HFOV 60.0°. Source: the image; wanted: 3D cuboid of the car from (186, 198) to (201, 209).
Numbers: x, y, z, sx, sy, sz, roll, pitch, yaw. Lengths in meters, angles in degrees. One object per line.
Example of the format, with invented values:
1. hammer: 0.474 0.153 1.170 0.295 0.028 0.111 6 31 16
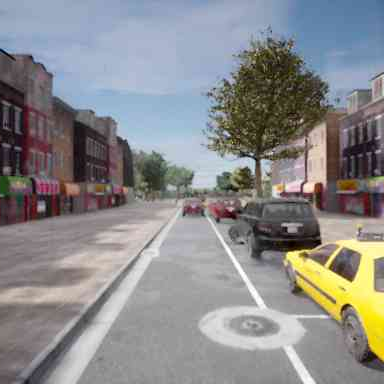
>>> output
1. car: 0.191 1.631 47.592 1.994 1.385 4.181 0 0 0

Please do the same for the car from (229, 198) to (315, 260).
1. car: 2.988 1.238 12.723 2.150 2.045 5.566 0 0 -1

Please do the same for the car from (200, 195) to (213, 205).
1. car: 2.793 1.428 64.355 2.192 1.841 5.009 0 0 0

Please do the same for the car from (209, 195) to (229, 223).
1. car: 2.700 1.348 25.537 2.192 1.841 5.009 0 0 0

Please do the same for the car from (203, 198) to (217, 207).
1. car: 2.766 1.633 53.264 2.008 1.369 4.403 0 0 0

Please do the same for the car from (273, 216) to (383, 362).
1. car: 3.040 1.465 5.821 1.801 1.575 5.366 0 0 0

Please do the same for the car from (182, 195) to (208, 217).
1. car: 0.159 1.394 32.427 2.097 1.767 4.553 0 0 0

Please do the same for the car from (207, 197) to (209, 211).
1. car: 2.714 1.480 31.083 1.967 1.590 4.097 0 0 0

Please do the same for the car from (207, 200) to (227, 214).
1. car: 2.727 1.592 36.628 1.887 1.381 4.507 0 0 0

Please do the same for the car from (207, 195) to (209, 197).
1. car: 2.753 1.592 47.889 1.752 1.417 4.829 0 0 0
